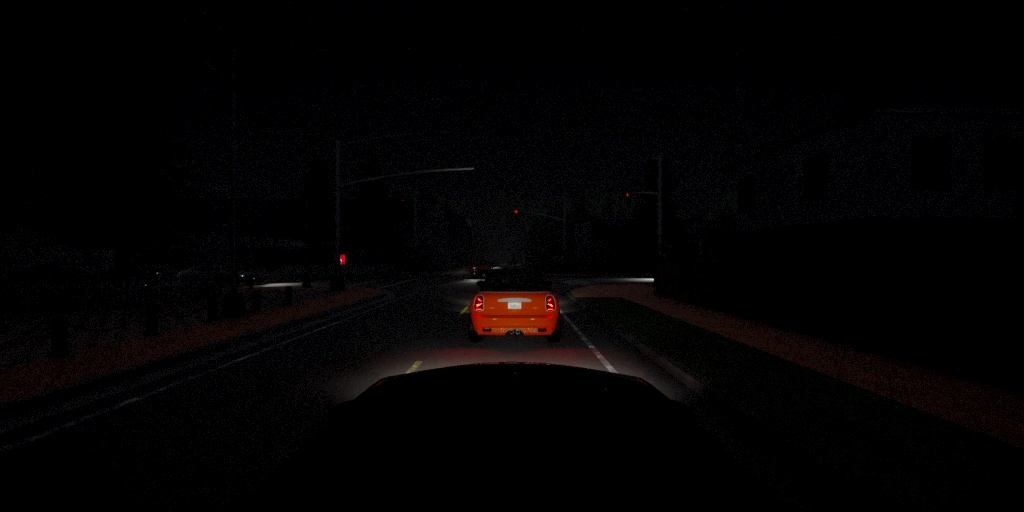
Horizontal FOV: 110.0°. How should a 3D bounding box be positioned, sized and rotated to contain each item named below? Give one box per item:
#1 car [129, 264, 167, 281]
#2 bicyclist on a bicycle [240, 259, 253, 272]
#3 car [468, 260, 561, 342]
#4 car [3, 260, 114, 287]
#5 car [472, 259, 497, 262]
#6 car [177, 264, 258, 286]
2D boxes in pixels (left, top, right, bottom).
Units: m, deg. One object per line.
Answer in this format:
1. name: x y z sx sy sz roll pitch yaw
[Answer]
1. car: -29.545 1.329 27.825 4.181 1.385 1.994 0 0 -2
2. bicyclist on a bicycle: -23.569 1.066 31.794 0.582 1.620 1.656 0 0 -2
3. car: 0.069 1.102 9.944 2.097 1.767 4.553 0 0 0
4. car: -30.185 1.243 24.122 5.008 1.535 1.882 0 0 -1
5. car: -2.815 1.100 32.683 2.097 1.767 4.553 0 0 -12
6. car: -20.005 1.291 24.435 4.674 1.442 1.812 0 0 -2
